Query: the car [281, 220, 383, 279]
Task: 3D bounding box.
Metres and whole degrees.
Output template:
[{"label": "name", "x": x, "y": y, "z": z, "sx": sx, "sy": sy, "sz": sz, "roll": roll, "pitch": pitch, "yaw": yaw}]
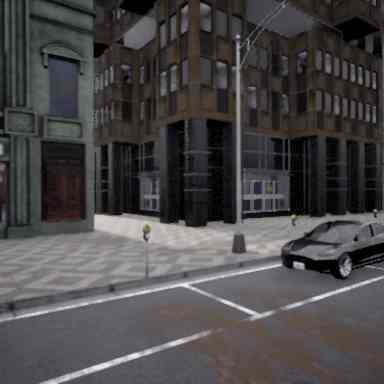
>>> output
[{"label": "car", "x": 4.546, "y": 1.526, "z": 9.891, "sx": 4.313, "sy": 1.339, "sz": 1.947, "roll": 0, "pitch": 0, "yaw": -35}]
